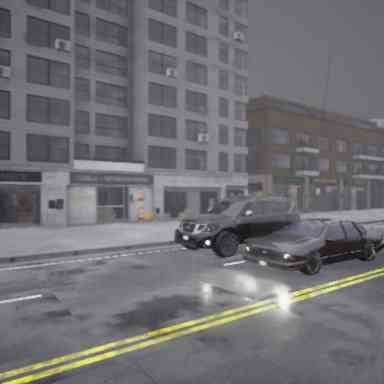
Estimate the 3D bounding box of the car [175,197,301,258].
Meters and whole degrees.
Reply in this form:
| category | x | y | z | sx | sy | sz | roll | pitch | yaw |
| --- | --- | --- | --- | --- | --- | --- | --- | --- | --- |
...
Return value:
| category | x | y | z | sx | sy | sz | roll | pitch | yaw |
| --- | --- | --- | --- | --- | --- | --- | --- | --- | --- |
| car | 2.036 | 1.227 | 13.122 | 5.566 | 2.045 | 2.150 | 0 | 0 | -35 |

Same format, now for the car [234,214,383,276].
| category | x | y | z | sx | sy | sz | roll | pitch | yaw |
| --- | --- | --- | --- | --- | --- | --- | --- | --- | --- |
| car | 4.092 | 1.552 | 10.597 | 5.357 | 1.411 | 2.033 | 0 | 0 | -35 |
